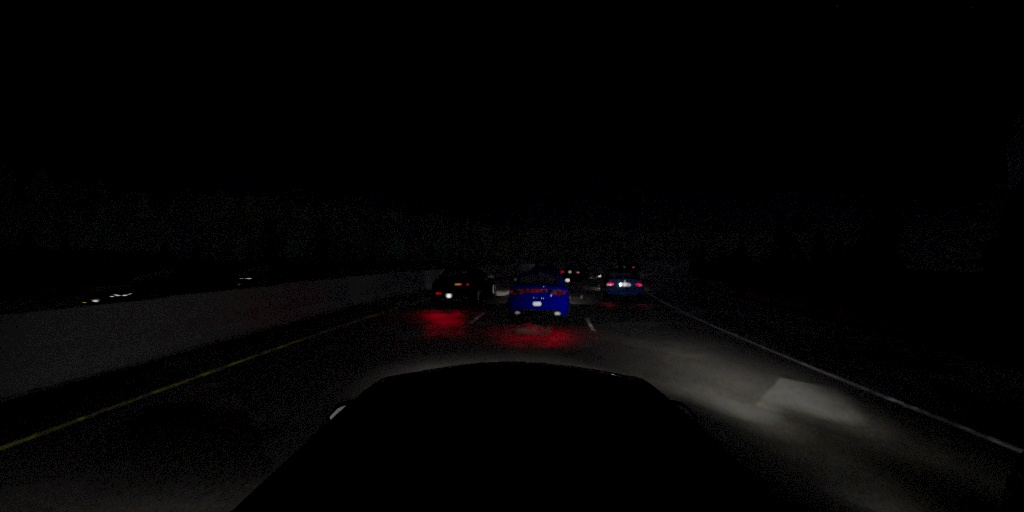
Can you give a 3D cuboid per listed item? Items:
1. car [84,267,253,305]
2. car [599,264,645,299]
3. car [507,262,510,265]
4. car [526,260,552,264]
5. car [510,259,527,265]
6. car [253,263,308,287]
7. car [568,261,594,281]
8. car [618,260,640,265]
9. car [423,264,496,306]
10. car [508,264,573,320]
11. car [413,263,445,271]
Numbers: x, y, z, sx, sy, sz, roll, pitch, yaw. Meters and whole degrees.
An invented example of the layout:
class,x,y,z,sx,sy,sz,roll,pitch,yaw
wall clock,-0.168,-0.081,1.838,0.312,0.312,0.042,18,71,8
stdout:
class,x,y,z,sx,sy,sz,roll,pitch,yaw
car,-13.076,1.207,13.936,1.837,1.490,4.892,0,0,8
car,5.496,1.310,18.255,2.033,1.411,5.357,0,0,12
car,1.125,1.247,60.504,2.097,1.767,4.553,0,0,35
car,3.171,1.310,34.401,1.812,1.442,4.674,0,0,21
car,2.266,1.349,55.885,1.882,1.535,5.008,0,0,33
car,-15.143,1.216,22.455,1.837,1.490,4.892,0,0,12
car,5.449,1.326,30.723,2.033,1.411,5.357,0,0,20
car,12.055,1.158,37.217,2.097,1.767,4.553,0,0,25
car,-1.994,1.245,15.919,1.837,1.490,4.892,0,0,9
car,1.050,1.226,12.797,1.882,1.535,5.008,0,0,8
car,-6.354,1.298,29.017,2.033,1.411,5.357,0,0,17
